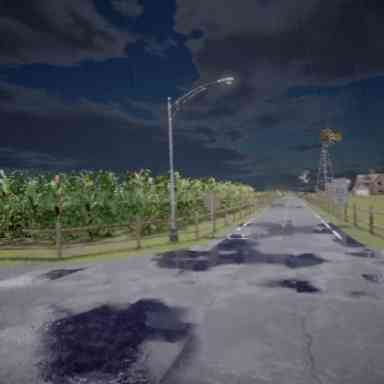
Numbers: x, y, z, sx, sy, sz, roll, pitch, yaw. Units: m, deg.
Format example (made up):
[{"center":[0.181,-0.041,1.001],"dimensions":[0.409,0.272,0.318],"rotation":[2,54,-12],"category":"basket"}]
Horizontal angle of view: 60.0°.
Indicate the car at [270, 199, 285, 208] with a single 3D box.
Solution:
[{"center":[13.023,1.716,50.457],"dimensions":[1.994,1.385,4.181],"rotation":[-2,-1,17],"category":"car"}]
